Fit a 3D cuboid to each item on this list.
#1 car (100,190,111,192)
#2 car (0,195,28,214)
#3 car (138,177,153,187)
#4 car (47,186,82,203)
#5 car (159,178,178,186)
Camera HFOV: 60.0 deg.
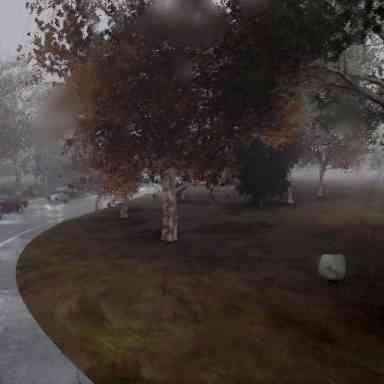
[{"bbox_3d":[-10.947,-0.669,43.447,2.128,1.511,4.902,1,5,11],"label":"car"},{"bbox_3d":[-13.442,0.913,22.988,1.895,1.301,4.718,1,3,3],"label":"car"},{"bbox_3d":[-8.076,-1.735,56.916,2.128,1.511,4.902,1,5,13],"label":"car"},{"bbox_3d":[-12.563,0.132,33.182,2.128,1.511,4.902,1,5,7],"label":"car"},{"bbox_3d":[-4.358,-1.755,57.374,1.812,1.442,4.674,1,5,12],"label":"car"}]
